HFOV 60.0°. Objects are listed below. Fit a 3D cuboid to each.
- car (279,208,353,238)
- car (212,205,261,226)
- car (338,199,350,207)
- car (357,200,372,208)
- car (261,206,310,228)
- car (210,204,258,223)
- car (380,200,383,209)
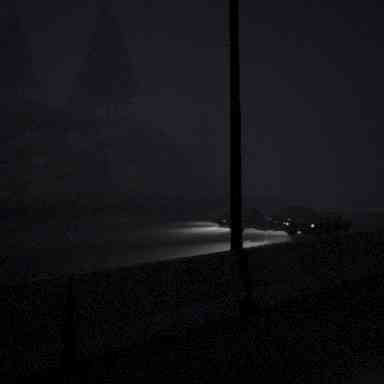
[{"bbox_3d":[7.227,1.802,18.848,4.718,1.301,1.895,0,-1,-42],"label":"car"},{"bbox_3d":[3.758,1.886,25.179,4.181,1.385,1.994,0,-1,-43],"label":"car"},{"bbox_3d":[28.856,2.117,63.057,2.033,1.411,5.357,-1,-1,28],"label":"car"},{"bbox_3d":[29.795,2.052,57.529,1.812,1.442,4.674,-1,-1,30],"label":"car"},{"bbox_3d":[7.305,1.775,23.702,4.892,1.490,1.837,1,-1,-43],"label":"car"},{"bbox_3d":[3.848,1.915,30.053,4.674,1.442,1.812,0,-1,-44],"label":"car"},{"bbox_3d":[32.518,1.936,55.258,1.882,1.535,5.008,-1,-1,31],"label":"car"}]
